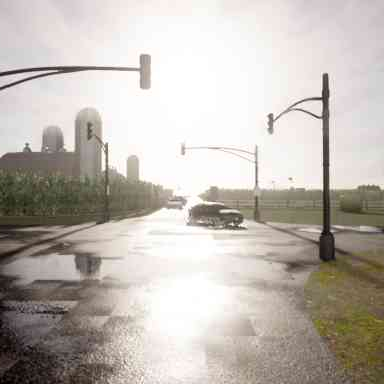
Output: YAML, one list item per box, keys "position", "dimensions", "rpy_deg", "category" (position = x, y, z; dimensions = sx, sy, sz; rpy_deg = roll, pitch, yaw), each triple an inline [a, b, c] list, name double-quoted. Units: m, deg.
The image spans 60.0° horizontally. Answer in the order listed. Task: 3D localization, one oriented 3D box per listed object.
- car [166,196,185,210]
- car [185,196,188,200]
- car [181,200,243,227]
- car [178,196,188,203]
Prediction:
- position: [-2.273, 1.568, 43.292]
  dimensions: [1.812, 1.442, 4.674]
  rpy_deg: [0, 0, 1]
  category: "car"
- position: [-2.144, 1.419, 56.917]
  dimensions: [2.097, 1.767, 4.553]
  rpy_deg: [0, 0, 1]
  category: "car"
- position: [1.517, 1.518, 23.185]
  dimensions: [1.837, 1.490, 4.892]
  rpy_deg: [-1, 0, -33]
  category: "car"
- position: [-1.936, 1.631, 71.501]
  dimensions: [2.033, 1.411, 5.357]
  rpy_deg: [0, 0, 0]
  category: "car"
